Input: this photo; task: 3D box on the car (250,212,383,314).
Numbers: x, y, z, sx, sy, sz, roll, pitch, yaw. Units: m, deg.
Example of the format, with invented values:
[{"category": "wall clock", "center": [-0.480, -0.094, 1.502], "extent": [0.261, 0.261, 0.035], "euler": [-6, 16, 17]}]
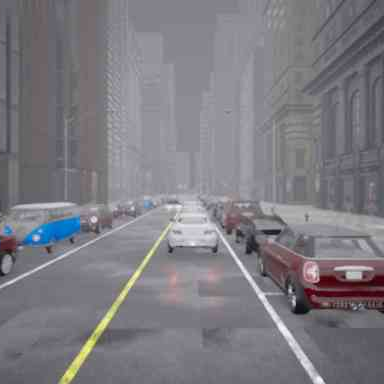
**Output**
[{"category": "car", "center": [2.756, 1.438, 7.594], "extent": [1.967, 1.590, 4.097], "euler": [0, 0, 0]}]

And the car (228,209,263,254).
[{"category": "car", "center": [2.753, 1.562, 13.231], "extent": [1.947, 1.339, 4.313], "euler": [0, 0, 0]}]

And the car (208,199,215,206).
[{"category": "car", "center": [2.746, 1.558, 30.141], "extent": [1.947, 1.339, 4.313], "euler": [0, 0, 0]}]

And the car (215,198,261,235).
[{"category": "car", "center": [2.750, 1.310, 18.868], "extent": [2.192, 1.841, 5.009], "euler": [0, 0, 0]}]

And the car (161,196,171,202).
[{"category": "car", "center": [-5.799, 1.559, 75.221], "extent": [1.947, 1.339, 4.313], "euler": [0, 0, 0]}]

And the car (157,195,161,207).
[{"category": "car", "center": [-5.787, 1.514, 46.868], "extent": [1.752, 1.417, 4.829], "euler": [0, 0, 0]}]

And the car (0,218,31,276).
[{"category": "car", "center": [-5.769, 1.543, 7.581], "extent": [1.887, 1.381, 4.507], "euler": [0, 0, 0]}]

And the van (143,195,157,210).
[{"category": "van", "center": [-5.785, 1.330, 41.401], "extent": [1.690, 1.788, 3.998], "euler": [0, 0, 0]}]

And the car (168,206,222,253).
[{"category": "car", "center": [0.045, 1.521, 13.647], "extent": [1.812, 1.442, 4.674], "euler": [0, 0, 0]}]

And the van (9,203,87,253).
[{"category": "van", "center": [-5.772, 1.338, 13.218], "extent": [1.690, 1.788, 3.998], "euler": [0, 0, 0]}]

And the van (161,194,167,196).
[{"category": "van", "center": [-5.793, 1.331, 58.311], "extent": [1.690, 1.788, 3.998], "euler": [0, 0, 0]}]

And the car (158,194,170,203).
[{"category": "car", "center": [-5.798, 1.307, 69.585], "extent": [2.192, 1.841, 5.009], "euler": [0, 0, 0]}]

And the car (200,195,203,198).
[{"category": "car", "center": [2.736, 1.554, 52.685], "extent": [1.947, 1.339, 4.313], "euler": [0, 0, 0]}]

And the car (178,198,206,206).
[{"category": "car", "center": [0.038, 1.517, 28.646], "extent": [1.812, 1.442, 4.674], "euler": [0, 0, 0]}]

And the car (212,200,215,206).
[{"category": "car", "center": [2.748, 1.538, 24.504], "extent": [1.887, 1.381, 4.507], "euler": [0, 0, 0]}]

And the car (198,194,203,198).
[{"category": "car", "center": [2.728, 1.573, 69.594], "extent": [1.802, 1.307, 4.206], "euler": [0, 0, 0]}]

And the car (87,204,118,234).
[{"category": "car", "center": [-5.775, 1.435, 18.855], "extent": [1.967, 1.590, 4.097], "euler": [0, 0, 0]}]

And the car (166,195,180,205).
[{"category": "car", "center": [-3.085, 1.590, 57.387], "extent": [1.895, 1.301, 4.718], "euler": [0, 0, 0]}]

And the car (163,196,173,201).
[{"category": "car", "center": [-5.802, 1.560, 80.858], "extent": [1.947, 1.339, 4.313], "euler": [0, 0, 0]}]

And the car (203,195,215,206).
[{"category": "car", "center": [2.740, 1.429, 41.412], "extent": [1.967, 1.590, 4.097], "euler": [0, 0, 0]}]

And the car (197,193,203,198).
[{"category": "car", "center": [2.723, 1.576, 80.867], "extent": [1.802, 1.307, 4.206], "euler": [0, 0, 0]}]

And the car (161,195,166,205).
[{"category": "car", "center": [-5.789, 1.540, 52.674], "extent": [2.008, 1.369, 4.403], "euler": [0, 0, 0]}]

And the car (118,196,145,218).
[{"category": "car", "center": [-5.780, 1.432, 30.128], "extent": [1.967, 1.590, 4.097], "euler": [0, 0, 0]}]
